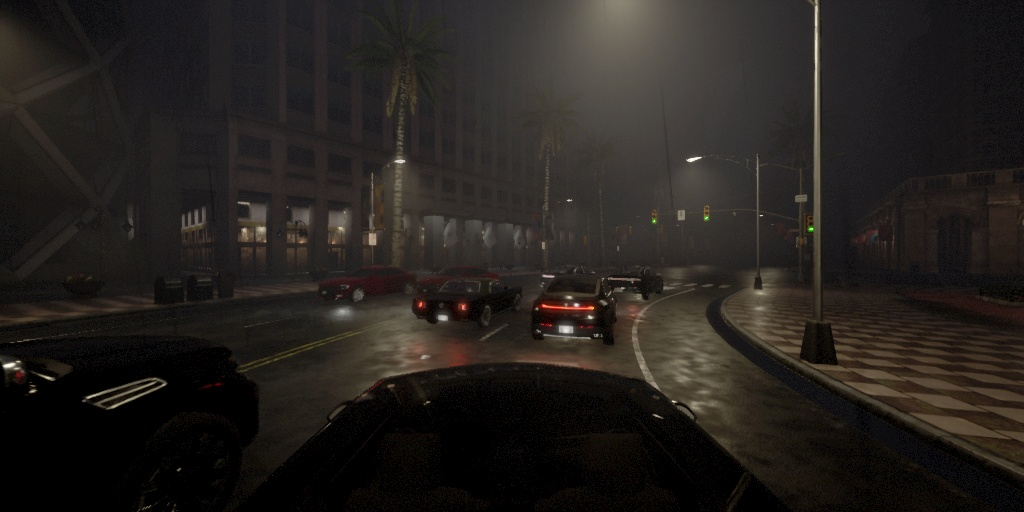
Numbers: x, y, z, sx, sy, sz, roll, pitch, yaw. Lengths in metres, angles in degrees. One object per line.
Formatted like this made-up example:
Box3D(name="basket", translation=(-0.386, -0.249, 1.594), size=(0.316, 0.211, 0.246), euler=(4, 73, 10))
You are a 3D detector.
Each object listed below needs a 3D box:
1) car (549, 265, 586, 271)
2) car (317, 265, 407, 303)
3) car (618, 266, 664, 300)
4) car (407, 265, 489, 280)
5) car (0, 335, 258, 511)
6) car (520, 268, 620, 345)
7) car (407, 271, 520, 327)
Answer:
Box3D(name="car", translation=(3.343, 1.229, 19.746), size=(2.128, 1.511, 4.902), euler=(0, 0, 33))
Box3D(name="car", translation=(-6.650, 1.226, 17.014), size=(1.882, 1.535, 5.008), euler=(0, 0, 26))
Box3D(name="car", translation=(6.168, 1.227, 17.781), size=(2.128, 1.511, 4.902), euler=(0, 0, 33))
Box3D(name="car", translation=(-2.498, 1.221, 17.564), size=(1.882, 1.535, 5.008), euler=(0, 0, 29))
Box3D(name="car", translation=(-3.196, 0.977, 0.648), size=(2.150, 2.045, 5.566), euler=(0, 0, -1))
Box3D(name="car", translation=(1.829, 1.249, 9.629), size=(1.837, 1.490, 4.892), euler=(0, 0, 17))
Box3D(name="car", translation=(-1.115, 1.347, 11.598), size=(1.895, 1.301, 4.718), euler=(0, 0, 19))
